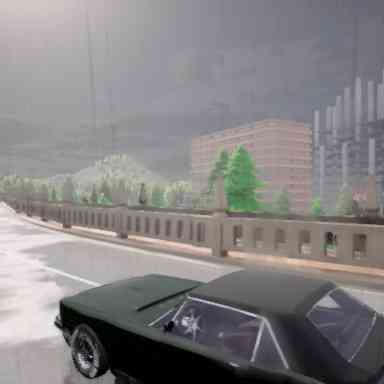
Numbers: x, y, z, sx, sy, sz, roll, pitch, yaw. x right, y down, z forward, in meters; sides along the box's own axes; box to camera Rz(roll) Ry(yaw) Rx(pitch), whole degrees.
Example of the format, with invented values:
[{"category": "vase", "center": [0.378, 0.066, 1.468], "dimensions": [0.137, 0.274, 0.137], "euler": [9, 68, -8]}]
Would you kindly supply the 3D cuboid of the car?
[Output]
[{"category": "car", "center": [0.478, 1.609, 3.779], "dimensions": [4.718, 1.301, 1.895], "euler": [0, 0, 37]}]
